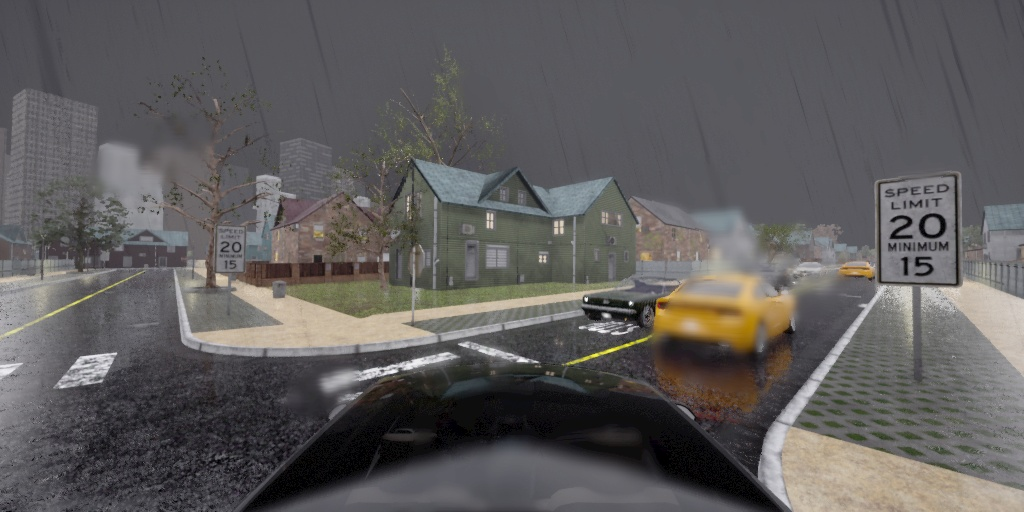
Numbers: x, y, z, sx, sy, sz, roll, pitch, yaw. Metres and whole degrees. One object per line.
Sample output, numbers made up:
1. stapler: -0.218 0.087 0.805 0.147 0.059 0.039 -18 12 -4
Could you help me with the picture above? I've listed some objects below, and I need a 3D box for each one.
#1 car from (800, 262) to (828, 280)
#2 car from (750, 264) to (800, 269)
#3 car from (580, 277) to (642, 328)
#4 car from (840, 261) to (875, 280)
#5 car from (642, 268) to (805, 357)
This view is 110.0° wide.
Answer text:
1. car: 26.083 1.257 31.262 4.674 1.442 1.812 0 -1 -42
2. car: 15.263 1.227 21.525 4.902 1.511 2.128 0 0 -42
3. car: 4.288 1.360 11.584 4.718 1.301 1.895 0 0 -42
4. car: 29.103 1.189 30.155 5.008 1.535 1.882 0 0 -42
5. car: 5.340 1.217 8.693 5.008 1.535 1.882 0 0 -42
